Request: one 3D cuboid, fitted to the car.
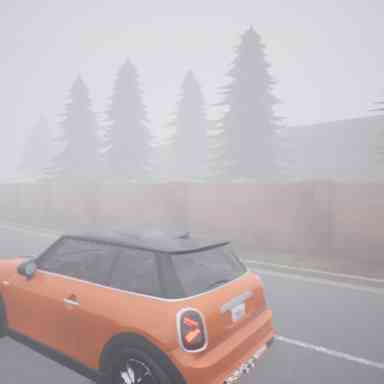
[{"bbox_3d":[-1.218,1.298,4.862,4.553,1.767,2.097,1,1,36],"label":"car"}]
